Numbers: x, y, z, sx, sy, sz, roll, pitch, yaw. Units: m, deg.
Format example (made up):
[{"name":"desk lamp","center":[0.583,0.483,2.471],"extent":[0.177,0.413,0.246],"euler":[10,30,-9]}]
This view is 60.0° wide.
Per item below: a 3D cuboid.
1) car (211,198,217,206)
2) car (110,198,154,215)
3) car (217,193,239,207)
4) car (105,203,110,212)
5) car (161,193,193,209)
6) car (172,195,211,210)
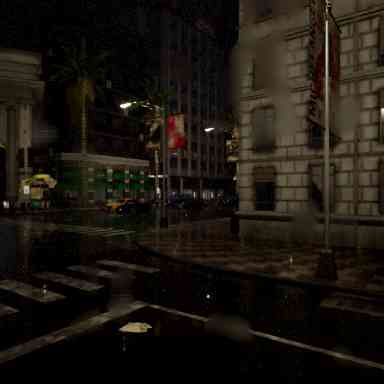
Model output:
[{"name":"car","center":[4.886,1.352,53.644],"extent":[4.553,1.767,2.097],"euler":[0,0,-43]},{"name":"car","center":[-5.918,1.564,34.445],"extent":[1.994,1.385,4.181],"euler":[0,0,36]},{"name":"car","center":[6.772,1.221,50.718],"extent":[5.566,2.045,2.150],"euler":[0,0,-45]},{"name":"car","center":[-7.599,1.478,38.073],"extent":[1.882,1.535,5.008],"euler":[0,0,37]},{"name":"car","center":[-1.797,1.221,45.952],"extent":[2.150,2.045,5.566],"euler":[0,0,37]},{"name":"car","center":[-0.012,1.526,42.473],"extent":[1.812,1.442,4.674],"euler":[0,0,37]}]
